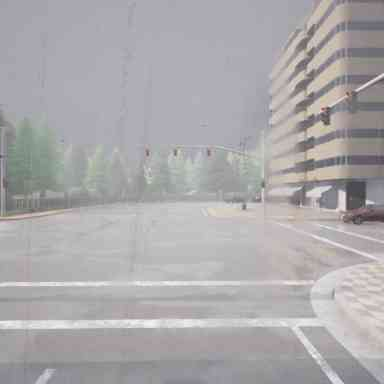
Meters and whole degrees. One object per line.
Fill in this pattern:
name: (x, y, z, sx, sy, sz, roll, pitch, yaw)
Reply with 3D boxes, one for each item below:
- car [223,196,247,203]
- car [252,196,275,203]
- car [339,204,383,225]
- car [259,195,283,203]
car: (8.874, 1.547, 68.199, 5.357, 1.411, 2.033, 0, 0, -38)
car: (14.187, 1.525, 67.903, 4.674, 1.442, 1.812, 0, 0, -34)
car: (13.161, 1.581, 24.155, 4.674, 1.442, 1.812, 0, 0, -1)
car: (17.537, 1.525, 73.805, 4.902, 1.511, 2.128, 0, 0, -23)
